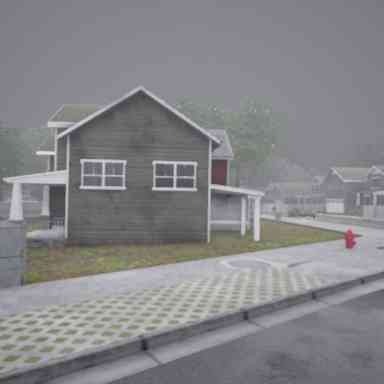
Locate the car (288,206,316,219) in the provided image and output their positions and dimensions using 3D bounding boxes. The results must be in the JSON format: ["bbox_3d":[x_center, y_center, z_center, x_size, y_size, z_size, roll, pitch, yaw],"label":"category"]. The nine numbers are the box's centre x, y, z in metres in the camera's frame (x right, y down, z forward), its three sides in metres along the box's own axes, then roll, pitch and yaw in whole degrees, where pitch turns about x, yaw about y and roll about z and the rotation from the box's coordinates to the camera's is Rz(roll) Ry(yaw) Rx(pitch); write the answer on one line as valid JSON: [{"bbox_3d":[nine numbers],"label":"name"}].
[{"bbox_3d":[12.811,2.381,38.896,1.994,1.385,4.181,1,-2,-6],"label":"car"}]
